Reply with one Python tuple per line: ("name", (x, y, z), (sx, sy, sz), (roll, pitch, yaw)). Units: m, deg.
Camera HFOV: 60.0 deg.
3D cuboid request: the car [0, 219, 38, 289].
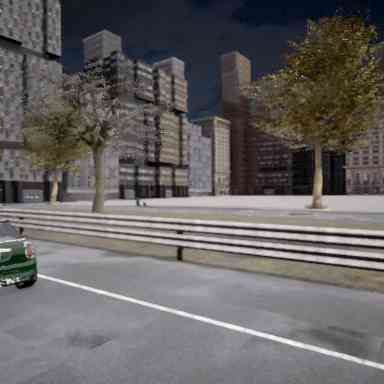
("car", (-5.750, 1.350, 7.967), (4.553, 1.767, 2.097), (0, 0, 35))
